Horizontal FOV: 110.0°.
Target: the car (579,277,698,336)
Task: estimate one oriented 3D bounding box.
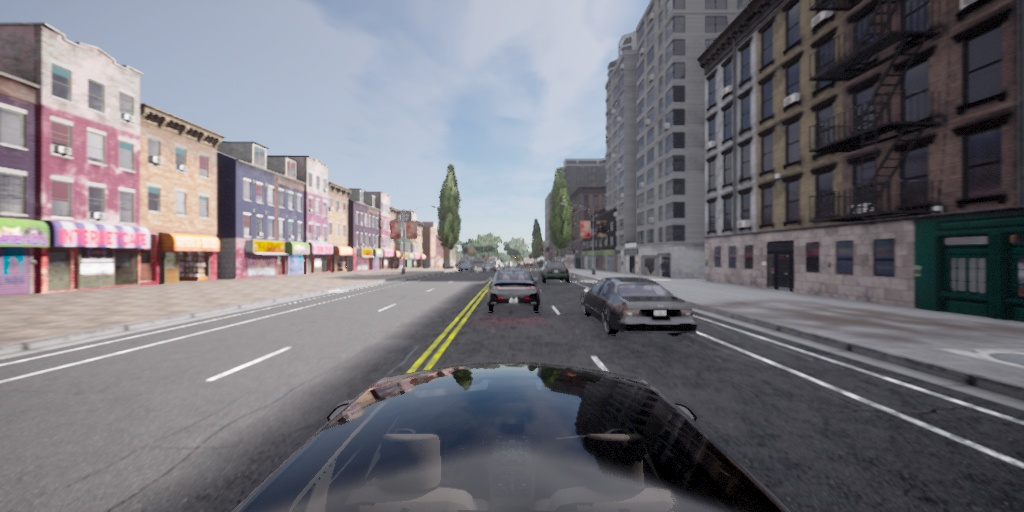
[{"bbox_3d":[3.297,1.310,10.445,2.033,1.411,5.357,0,0,0],"label":"car"}]

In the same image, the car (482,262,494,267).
[{"bbox_3d":[-3.325,1.609,52.245,2.128,1.511,4.902,0,-1,0],"label":"car"}]

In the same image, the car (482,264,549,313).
[{"bbox_3d":[0.071,1.259,14.157,2.128,1.511,4.902,0,0,0],"label":"car"}]

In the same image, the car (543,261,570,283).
[{"bbox_3d":[3.321,1.181,28.906,2.097,1.767,4.553,0,-1,0],"label":"car"}]

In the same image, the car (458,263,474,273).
[{"bbox_3d":[-6.578,1.659,51.908,2.033,1.411,5.357,0,-1,0],"label":"car"}]
